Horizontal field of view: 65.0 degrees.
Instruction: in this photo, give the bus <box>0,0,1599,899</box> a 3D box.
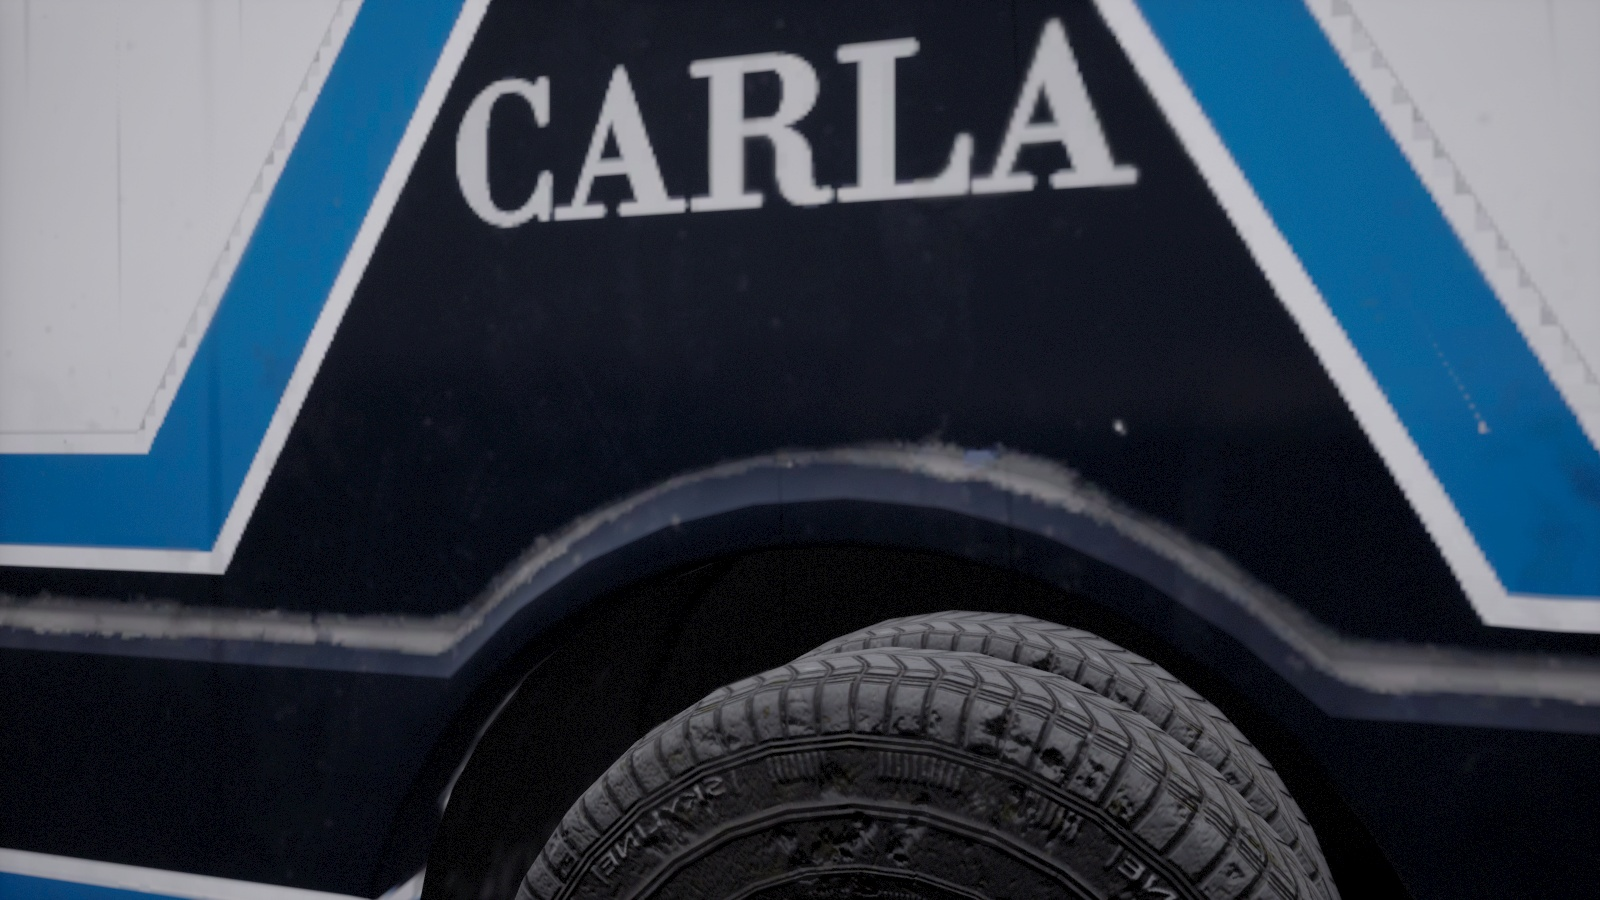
[{"bbox_3d":[3.055,-0.573,2.145,10.273,4.253,3.944,1,1,19],"label":"bus"}]
